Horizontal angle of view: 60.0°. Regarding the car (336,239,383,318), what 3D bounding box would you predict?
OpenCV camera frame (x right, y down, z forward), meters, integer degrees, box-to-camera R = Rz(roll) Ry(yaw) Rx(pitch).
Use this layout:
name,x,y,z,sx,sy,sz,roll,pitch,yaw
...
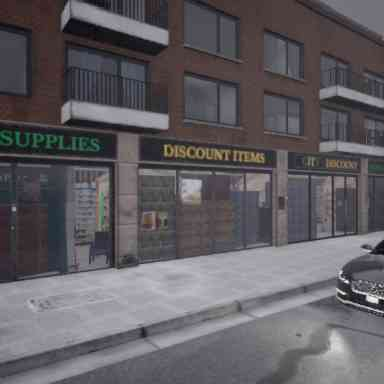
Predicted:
name,x,y,z,sx,sy,sz,roll,pitch,yaw
car,4.928,1.504,6.822,4.892,1.490,1.837,0,0,-35
